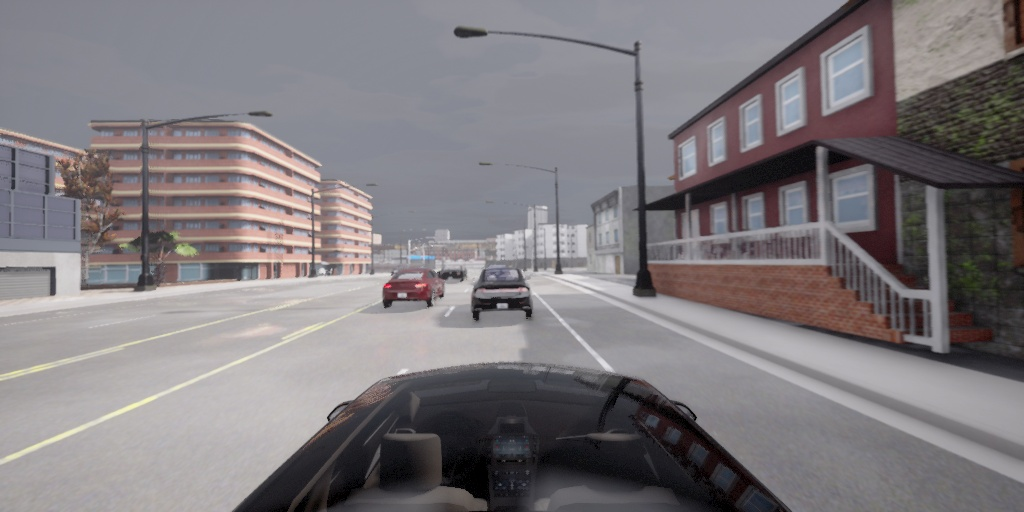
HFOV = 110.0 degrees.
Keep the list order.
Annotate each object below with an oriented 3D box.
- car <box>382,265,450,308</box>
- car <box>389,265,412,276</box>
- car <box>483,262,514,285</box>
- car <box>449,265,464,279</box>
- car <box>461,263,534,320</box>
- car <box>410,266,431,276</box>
[{"bbox_3d":[-3.958,1.223,14.919,1.812,1.442,4.674,-1,0,-2],"label":"car"},{"bbox_3d":[-16.336,2.181,52.791,2.128,1.511,4.902,-1,-2,-2],"label":"car"},{"bbox_3d":[-1.013,1.199,26.384,2.033,1.411,5.357,-1,-1,-2],"label":"car"},{"bbox_3d":[-4.593,1.348,28.539,1.895,1.301,4.718,-1,-1,-2],"label":"car"},{"bbox_3d":[-0.355,1.147,12.329,2.128,1.511,4.902,-1,1,-2],"label":"car"},{"bbox_3d":[-12.738,2.131,50.381,1.895,1.301,4.718,-1,-2,-2],"label":"car"}]
